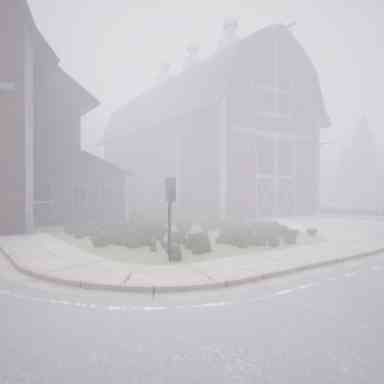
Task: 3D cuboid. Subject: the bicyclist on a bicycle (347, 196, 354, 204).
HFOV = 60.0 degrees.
[{"bbox_3d":[22.188,1.349,46.459,1.656,1.620,0.582,47,-26,-23],"label":"bicyclist on a bicycle"}]
